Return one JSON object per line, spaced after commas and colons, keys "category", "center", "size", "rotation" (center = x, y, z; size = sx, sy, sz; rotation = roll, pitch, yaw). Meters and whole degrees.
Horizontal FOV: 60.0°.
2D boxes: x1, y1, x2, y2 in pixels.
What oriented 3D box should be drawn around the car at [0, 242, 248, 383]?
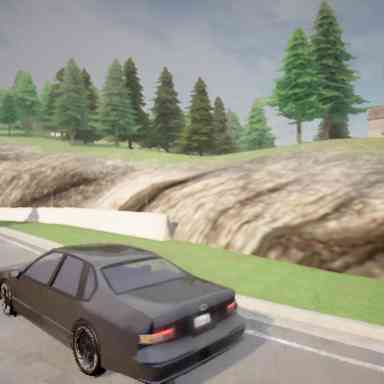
{"category": "car", "center": [-1.678, 1.608, 5.710], "size": [5.357, 1.411, 2.033], "rotation": [-1, -1, 44]}
